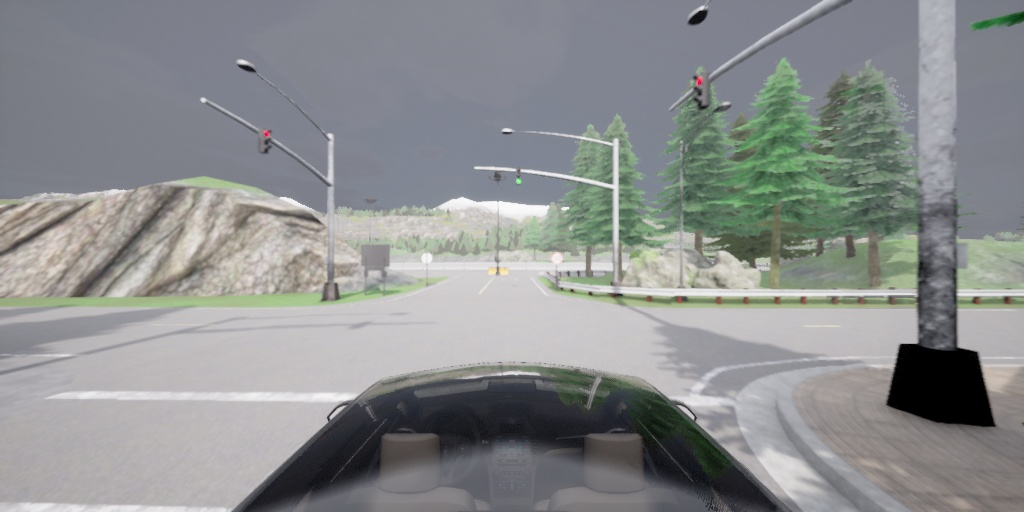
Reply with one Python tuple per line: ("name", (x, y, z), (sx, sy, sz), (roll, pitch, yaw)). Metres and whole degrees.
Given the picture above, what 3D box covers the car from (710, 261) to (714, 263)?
("car", (25.082, 1.594, 42.973), (4.718, 1.301, 1.895), (0, 0, 0))
